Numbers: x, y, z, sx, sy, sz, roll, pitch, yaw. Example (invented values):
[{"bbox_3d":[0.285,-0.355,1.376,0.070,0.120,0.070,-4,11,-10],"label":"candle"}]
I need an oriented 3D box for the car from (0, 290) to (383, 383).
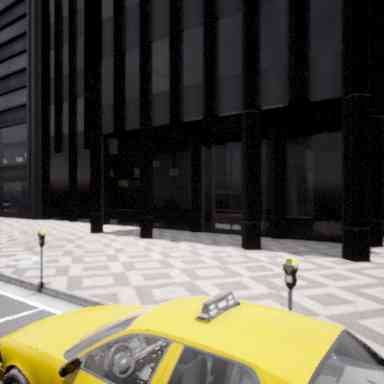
[{"bbox_3d":[0.006,1.532,2.840,4.829,1.417,1.752,-1,0,37],"label":"car"}]
